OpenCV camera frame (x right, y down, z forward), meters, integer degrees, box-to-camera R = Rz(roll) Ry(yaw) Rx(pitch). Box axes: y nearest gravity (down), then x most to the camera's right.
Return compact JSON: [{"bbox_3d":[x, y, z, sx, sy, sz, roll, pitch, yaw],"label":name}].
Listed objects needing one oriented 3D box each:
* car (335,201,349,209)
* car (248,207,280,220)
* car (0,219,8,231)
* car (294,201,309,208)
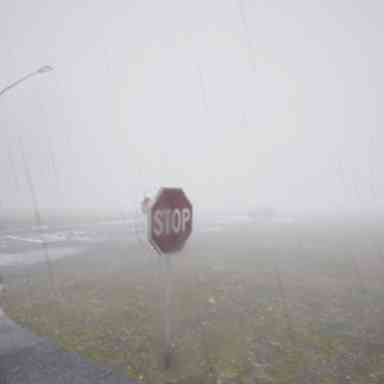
[{"bbox_3d":[30.103,2.619,66.980,1.812,1.442,4.674,0,-1,36],"label":"car"},{"bbox_3d":[7.960,2.261,36.327,1.895,1.301,4.718,0,-1,36],"label":"car"},{"bbox_3d":[-13.424,1.929,18.696,2.033,1.411,5.357,0,-1,36],"label":"car"},{"bbox_3d":[22.631,2.594,68.589,2.128,1.511,4.902,0,-1,36],"label":"car"}]
